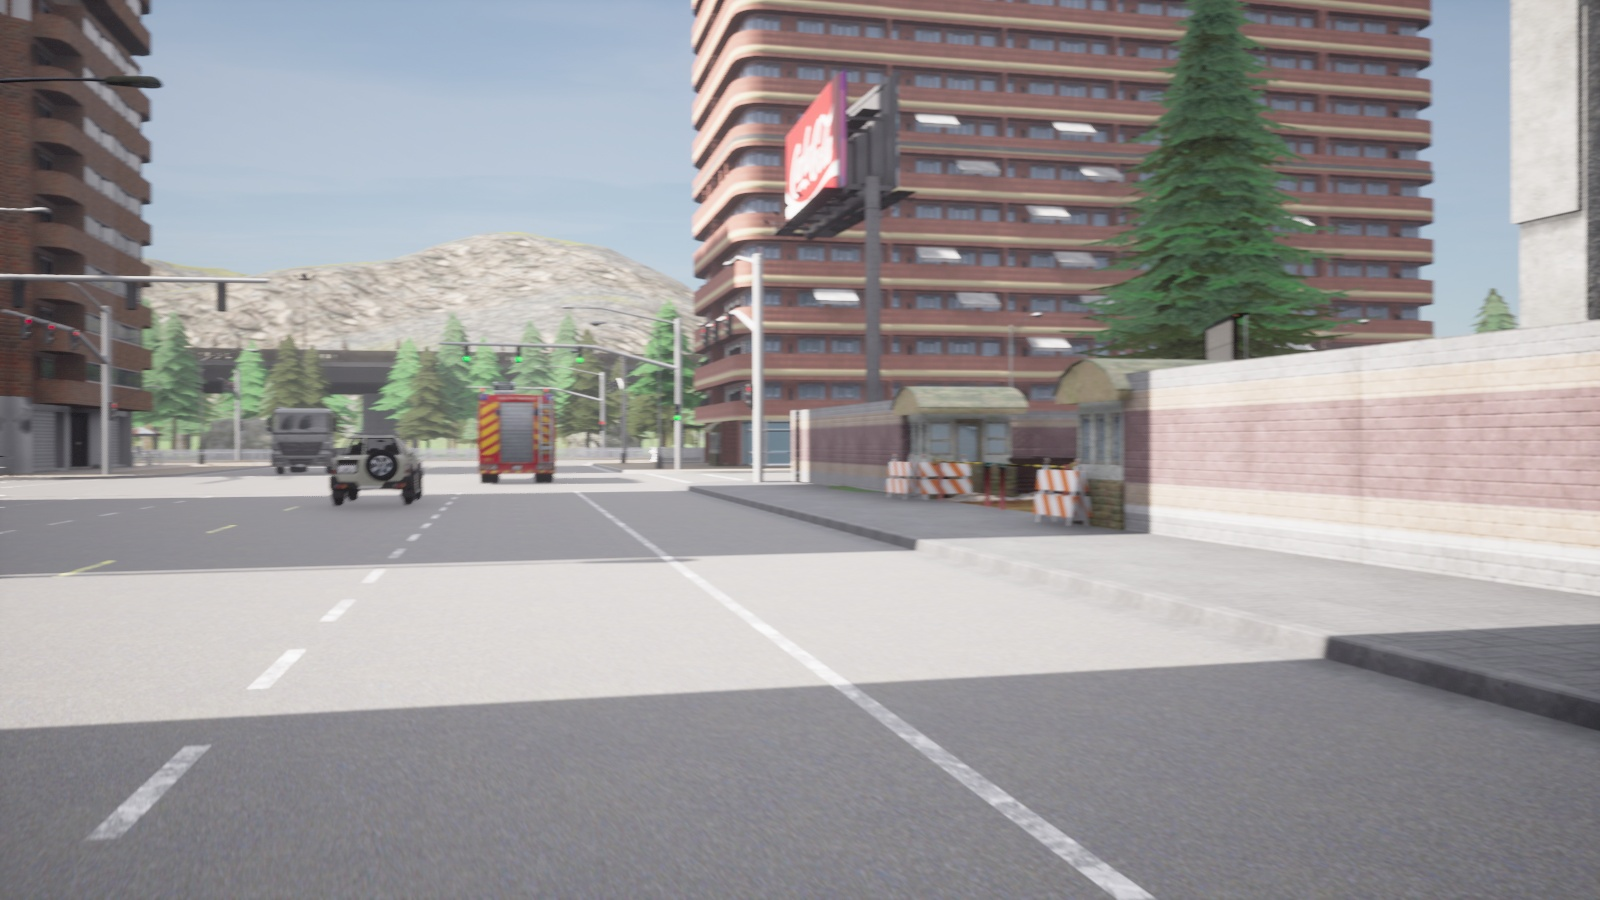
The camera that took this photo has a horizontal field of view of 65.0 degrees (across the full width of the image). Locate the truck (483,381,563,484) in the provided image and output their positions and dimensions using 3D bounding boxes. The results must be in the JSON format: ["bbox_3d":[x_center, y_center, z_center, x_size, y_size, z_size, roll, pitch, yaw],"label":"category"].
[{"bbox_3d":[-11.243,-0.683,50.893,2.891,3.827,8.468,0,0,-13],"label":"truck"}]

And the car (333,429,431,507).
[{"bbox_3d":[-10.604,0.404,32.154,1.932,1.855,4.605,0,0,-13],"label":"car"}]

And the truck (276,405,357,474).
[{"bbox_3d":[-25.600,-0.558,66.845,2.891,3.462,7.936,0,0,-13],"label":"truck"}]
